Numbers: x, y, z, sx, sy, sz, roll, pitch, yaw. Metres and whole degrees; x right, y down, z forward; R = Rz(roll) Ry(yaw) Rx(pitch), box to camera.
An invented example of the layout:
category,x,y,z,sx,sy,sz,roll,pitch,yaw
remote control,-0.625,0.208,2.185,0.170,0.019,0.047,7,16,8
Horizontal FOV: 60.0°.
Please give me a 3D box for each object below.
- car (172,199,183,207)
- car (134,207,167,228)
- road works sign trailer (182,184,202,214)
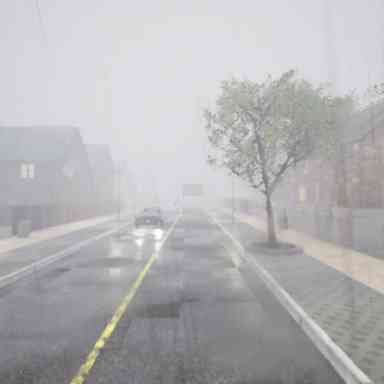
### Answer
category,x,y,z,sx,sy,sz,roll,pitch,yaw
car,-2.758,2.119,64.715,1.837,1.490,4.892,0,0,1
car,-2.845,1.732,23.630,1.994,1.385,4.181,0,-1,0
road works sign trailer,0.010,0.786,39.581,2.380,3.560,2.880,0,-1,0
